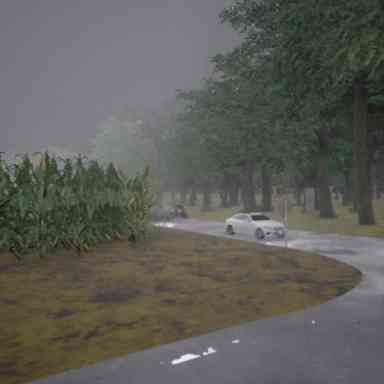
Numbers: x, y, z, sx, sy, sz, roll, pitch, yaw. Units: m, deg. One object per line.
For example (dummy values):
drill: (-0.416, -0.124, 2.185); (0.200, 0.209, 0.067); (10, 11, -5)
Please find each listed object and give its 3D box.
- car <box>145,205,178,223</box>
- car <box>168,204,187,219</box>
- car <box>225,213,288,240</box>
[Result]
car: (-3.845, 2.347, 34.416); (2.033, 1.411, 5.357); (0, -1, -29)
car: (-2.395, 2.168, 37.852); (2.097, 1.767, 4.553); (0, -1, -30)
car: (3.839, 2.036, 20.748); (1.812, 1.442, 4.674); (0, -1, -29)
